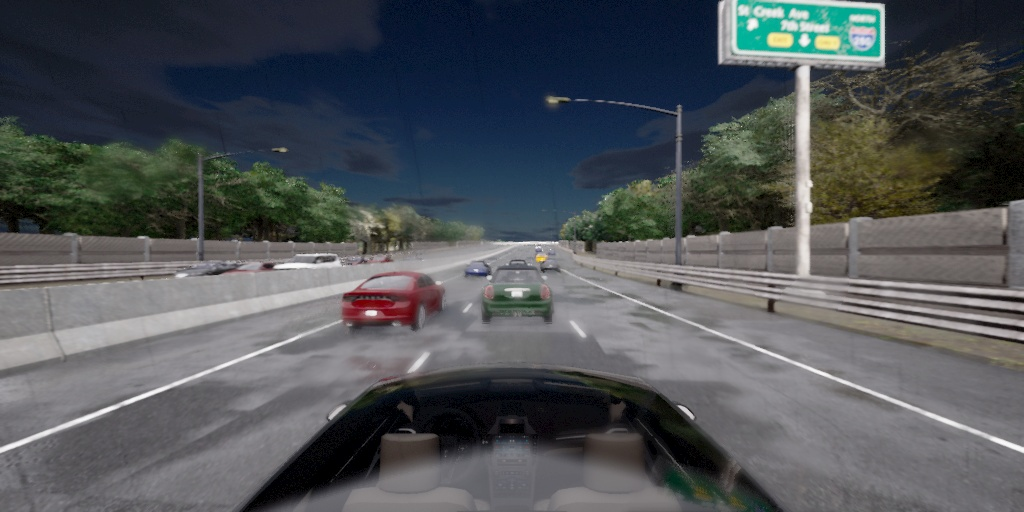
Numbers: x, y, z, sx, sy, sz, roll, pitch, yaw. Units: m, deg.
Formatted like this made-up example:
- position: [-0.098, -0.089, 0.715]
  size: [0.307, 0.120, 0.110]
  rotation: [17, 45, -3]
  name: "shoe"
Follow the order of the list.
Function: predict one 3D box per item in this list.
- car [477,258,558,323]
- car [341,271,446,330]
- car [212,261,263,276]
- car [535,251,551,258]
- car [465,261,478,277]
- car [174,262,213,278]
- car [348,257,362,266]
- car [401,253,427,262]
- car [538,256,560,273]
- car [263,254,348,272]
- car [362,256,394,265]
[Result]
- position: [0.175, 1.076, 12.182]
  size: [2.097, 1.767, 4.553]
  rotation: [0, 0, 1]
  name: "car"
- position: [-3.339, 1.206, 11.046]
  size: [1.882, 1.535, 5.008]
  rotation: [0, 0, 1]
  name: "car"
- position: [-17.340, 1.161, 24.386]
  size: [1.812, 1.442, 4.674]
  rotation: [0, 0, 1]
  name: "car"
- position: [5.113, 0.359, 61.438]
  size: [1.882, 1.535, 5.008]
  rotation: [0, 2, 3]
  name: "car"
- position: [-2.959, 1.131, 31.888]
  size: [1.994, 1.385, 4.181]
  rotation: [0, 1, 2]
  name: "car"
- position: [-20.823, 1.121, 25.097]
  size: [2.128, 1.511, 4.902]
  rotation: [0, 0, 1]
  name: "car"
- position: [-20.127, 0.887, 46.834]
  size: [1.994, 1.385, 4.181]
  rotation: [0, 1, 3]
  name: "car"
- position: [-13.114, 0.803, 47.145]
  size: [2.128, 1.511, 4.902]
  rotation: [0, 1, 3]
  name: "car"
- position: [4.116, 0.979, 38.993]
  size: [1.994, 1.385, 4.181]
  rotation: [0, 1, 2]
  name: "car"
- position: [-13.838, 0.855, 24.585]
  size: [2.150, 2.045, 5.566]
  rotation: [0, 0, 1]
  name: "car"
- position: [-16.678, 0.823, 45.681]
  size: [1.882, 1.535, 5.008]
  rotation: [0, 1, 3]
  name: "car"
